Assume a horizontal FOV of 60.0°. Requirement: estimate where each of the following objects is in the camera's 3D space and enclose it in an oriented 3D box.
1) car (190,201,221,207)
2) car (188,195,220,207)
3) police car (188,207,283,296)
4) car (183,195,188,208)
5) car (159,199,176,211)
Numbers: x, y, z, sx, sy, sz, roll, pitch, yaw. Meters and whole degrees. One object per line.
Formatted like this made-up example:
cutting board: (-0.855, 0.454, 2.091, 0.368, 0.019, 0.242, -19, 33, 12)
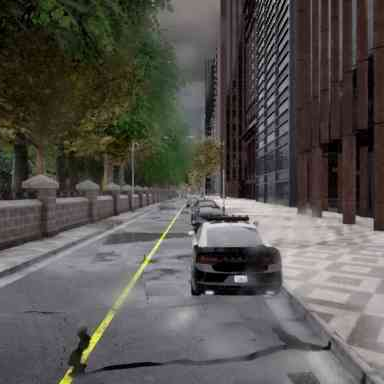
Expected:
car: (0.960, 1.494, 18.700, 1.837, 1.490, 4.892, 0, 0, 0)
car: (0.981, 1.334, 24.670, 2.097, 1.767, 4.553, 0, 0, 0)
police car: (0.927, 1.423, 8.810, 1.930, 1.638, 5.238, 0, 0, 0)
car: (0.176, 1.509, 46.892, 2.033, 1.411, 5.357, 0, 0, 1)
car: (-2.965, 1.567, 40.527, 1.895, 1.301, 4.718, 0, 0, 0)
